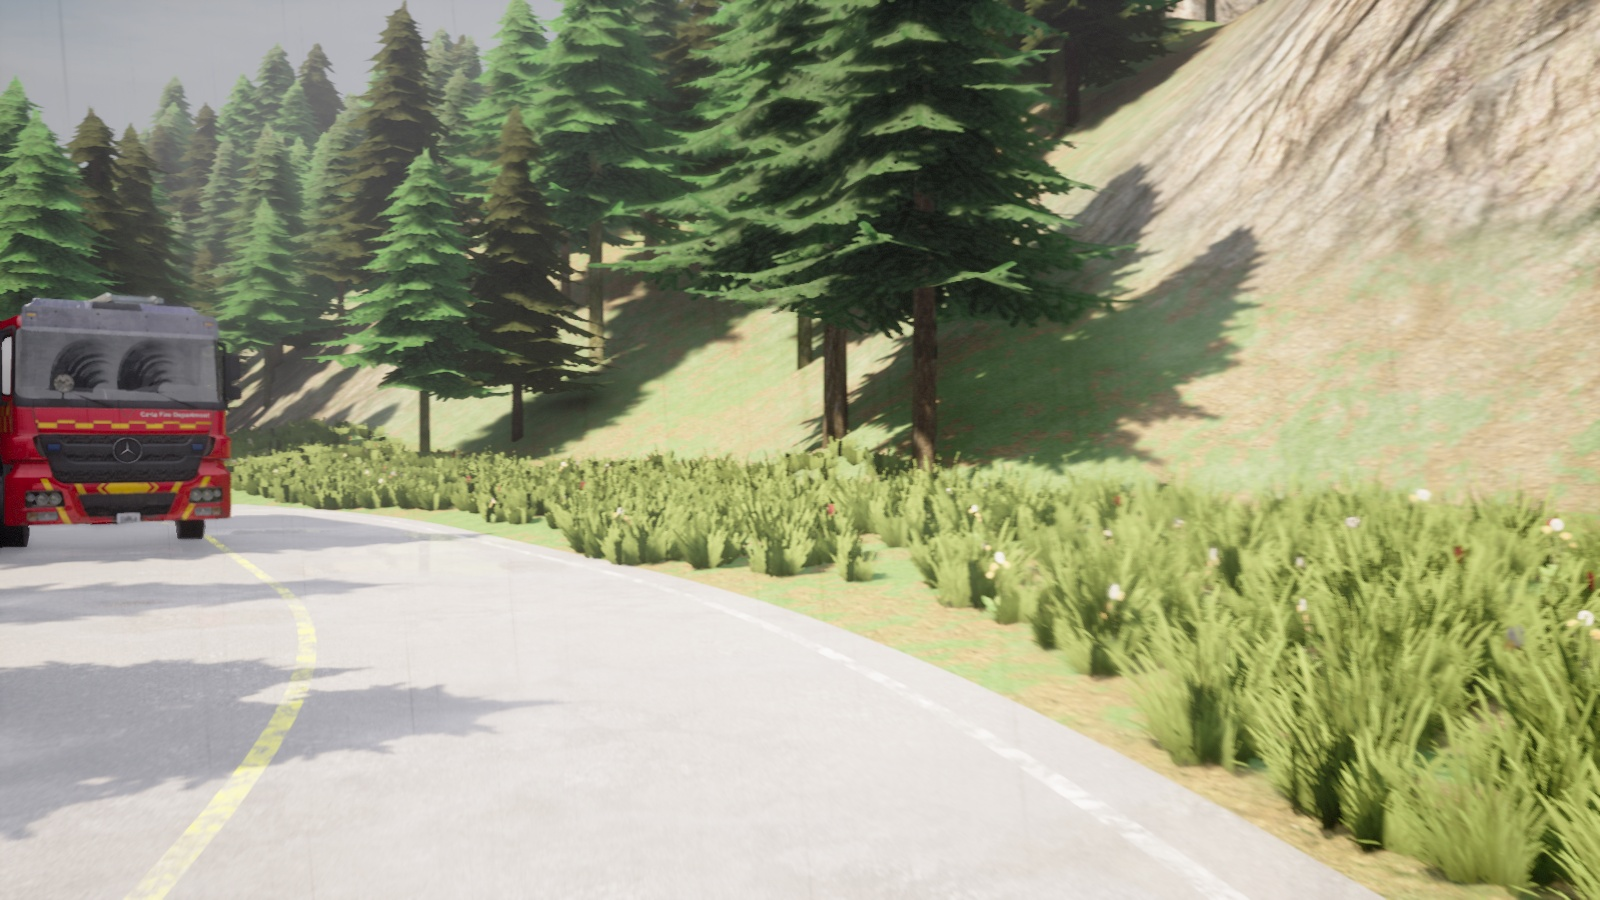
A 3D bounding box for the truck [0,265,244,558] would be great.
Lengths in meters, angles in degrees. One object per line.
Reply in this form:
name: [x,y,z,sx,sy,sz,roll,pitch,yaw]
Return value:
truck: [-11.835,-0.527,20.618,2.891,3.827,8.468,0,0,-39]
